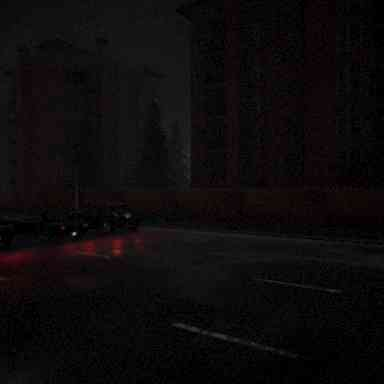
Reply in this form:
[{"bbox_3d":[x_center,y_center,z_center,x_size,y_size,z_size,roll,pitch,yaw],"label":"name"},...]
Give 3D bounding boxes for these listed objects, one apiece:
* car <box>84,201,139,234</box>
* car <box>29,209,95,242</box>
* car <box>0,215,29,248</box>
[{"bbox_3d":[-5.288,1.363,19.277,4.553,1.767,2.097,0,0,33],"label":"car"},{"bbox_3d":[-7.235,1.614,16.368,4.718,1.301,1.895,0,0,33],"label":"car"},{"bbox_3d":[-9.106,1.492,13.410,4.902,1.511,2.128,0,0,33],"label":"car"}]
